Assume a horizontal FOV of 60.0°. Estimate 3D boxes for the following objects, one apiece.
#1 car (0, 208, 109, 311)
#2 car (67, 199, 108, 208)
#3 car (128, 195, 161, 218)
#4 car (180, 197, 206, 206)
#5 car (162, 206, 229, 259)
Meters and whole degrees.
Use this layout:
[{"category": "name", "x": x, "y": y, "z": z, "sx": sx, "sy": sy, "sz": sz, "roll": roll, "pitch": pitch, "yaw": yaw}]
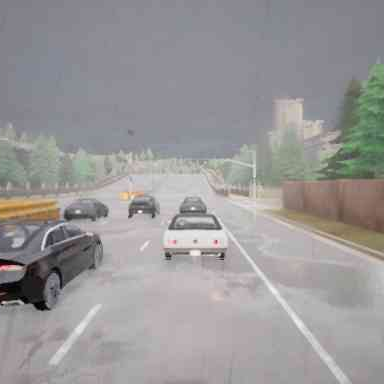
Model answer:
[{"category": "car", "x": -3.405, "y": 1.344, "z": 7.373, "sx": 2.128, "sy": 1.511, "sz": 4.902, "roll": 0, "pitch": 1, "yaw": 0}, {"category": "car", "x": -6.918, "y": 1.124, "z": 22.184, "sx": 1.994, "sy": 1.385, "sz": 4.181, "roll": 0, "pitch": 1, "yaw": 0}, {"category": "car", "x": -3.419, "y": 1.024, "z": 24.325, "sx": 1.837, "sy": 1.490, "sz": 4.892, "roll": 0, "pitch": 1, "yaw": 0}, {"category": "car", "x": 0.079, "y": 1.071, "z": 24.936, "sx": 1.994, "sy": 1.385, "sz": 4.181, "roll": 0, "pitch": 1, "yaw": 0}, {"category": "car", "x": 0.093, "y": 1.371, "z": 11.516, "sx": 1.895, "sy": 1.301, "sz": 4.718, "roll": 0, "pitch": 1, "yaw": 0}]
